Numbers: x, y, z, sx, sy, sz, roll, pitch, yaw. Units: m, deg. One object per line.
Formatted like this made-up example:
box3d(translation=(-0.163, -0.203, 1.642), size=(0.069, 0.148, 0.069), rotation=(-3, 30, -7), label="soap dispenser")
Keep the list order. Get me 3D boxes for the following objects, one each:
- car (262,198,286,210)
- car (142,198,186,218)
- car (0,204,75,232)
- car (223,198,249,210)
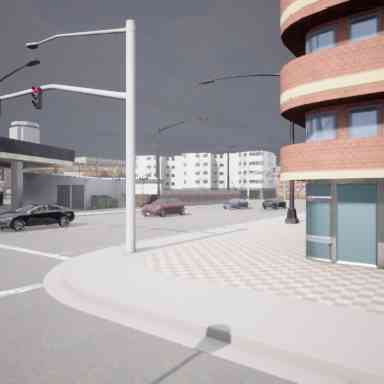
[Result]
box3d(translation=(10.870, 1.491, 43.704), size=(2.128, 1.511, 4.902), rotation=(0, 0, 35), label="car")
box3d(translation=(-2.565, 1.352, 30.743), size=(2.097, 1.767, 4.553), rotation=(0, 0, 34), label="car")
box3d(translation=(-9.602, 1.491, 20.477), size=(2.128, 1.511, 4.902), rotation=(0, 0, 34), label="car")
box3d(translation=(5.694, 1.526, 42.681), size=(1.812, 1.442, 4.674), rotation=(0, 0, 35), label="car")
